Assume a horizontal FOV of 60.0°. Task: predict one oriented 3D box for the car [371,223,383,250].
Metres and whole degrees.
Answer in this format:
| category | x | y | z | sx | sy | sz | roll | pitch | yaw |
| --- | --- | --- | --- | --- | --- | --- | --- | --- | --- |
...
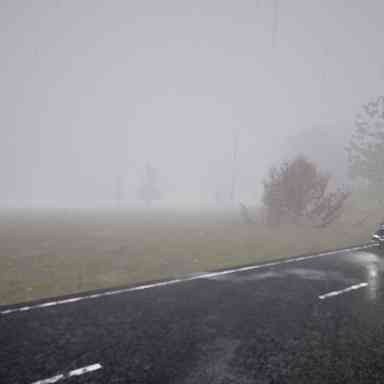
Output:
| category | x | y | z | sx | sy | sz | roll | pitch | yaw |
| --- | --- | --- | --- | --- | --- | --- | --- | --- | --- |
| car | 9.789 | 1.746 | 14.652 | 4.892 | 1.490 | 1.837 | 0 | -1 | -35 |
